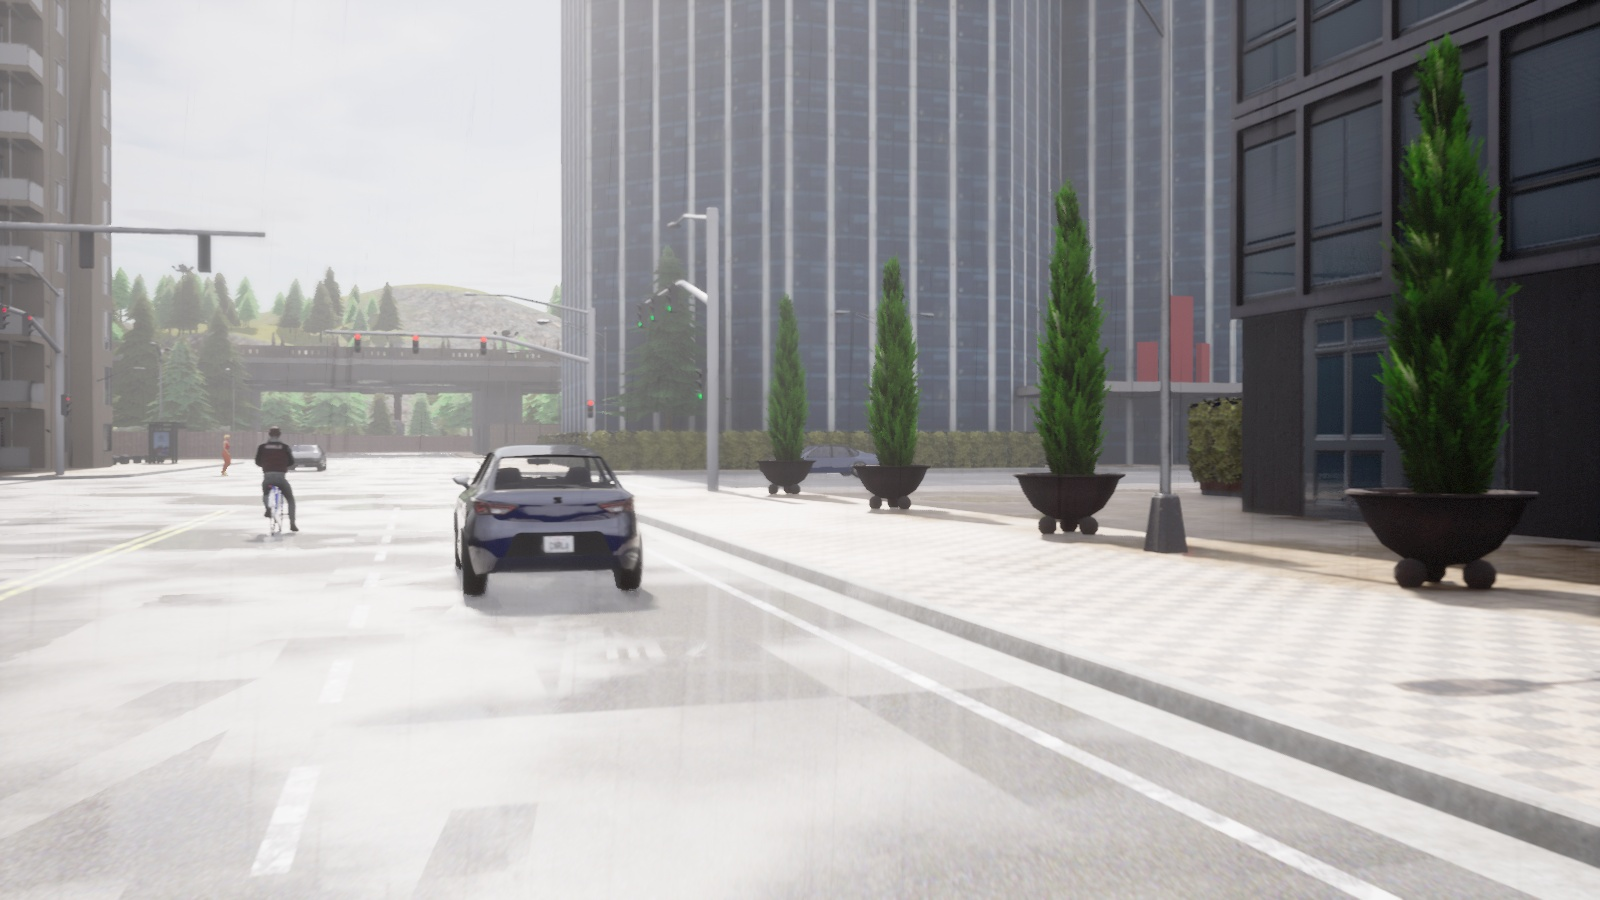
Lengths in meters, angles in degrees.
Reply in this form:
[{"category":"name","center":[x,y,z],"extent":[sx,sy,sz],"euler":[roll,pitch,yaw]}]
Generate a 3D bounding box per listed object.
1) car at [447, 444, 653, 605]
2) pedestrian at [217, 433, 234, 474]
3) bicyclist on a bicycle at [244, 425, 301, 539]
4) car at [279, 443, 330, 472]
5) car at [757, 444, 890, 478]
[{"category":"car","center":[-2.889,0.672,13.784],"extent":[1.816,1.474,4.193],"euler":[0,0,-17]},{"category":"pedestrian","center":[-25.621,0.148,56.007],"extent":[0.594,1.836,0.345],"euler":[0,0,-1]},{"category":"bicyclist on a bicycle","center":[-8.554,0.484,20.425],"extent":[0.659,1.776,1.843],"euler":[0,1,-17]},{"category":"car","center":[-25.989,0.364,66.002],"extent":[2.033,1.411,5.357],"euler":[0,0,-17]},{"category":"car","center":[0.991,0.461,53.950],"extent":[5.357,1.411,2.033],"euler":[0,0,-18]}]
